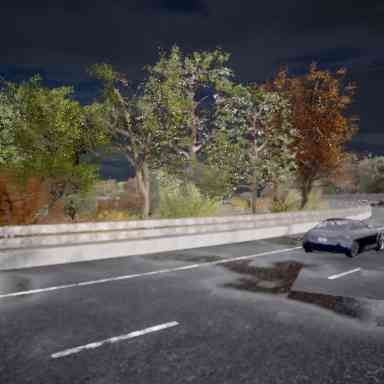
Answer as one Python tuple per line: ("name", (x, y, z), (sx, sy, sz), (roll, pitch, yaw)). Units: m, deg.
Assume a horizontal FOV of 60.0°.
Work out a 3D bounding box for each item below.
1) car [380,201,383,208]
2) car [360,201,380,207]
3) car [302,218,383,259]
("car", (42.360, 2.637, 73.132), (1.837, 1.490, 4.892), (0, -1, 7))
("car", (38.911, 2.657, 73.725), (2.033, 1.411, 5.357), (0, -1, 7))
("car", (6.345, 1.771, 13.775), (4.181, 1.385, 1.994), (1, -1, -43))
